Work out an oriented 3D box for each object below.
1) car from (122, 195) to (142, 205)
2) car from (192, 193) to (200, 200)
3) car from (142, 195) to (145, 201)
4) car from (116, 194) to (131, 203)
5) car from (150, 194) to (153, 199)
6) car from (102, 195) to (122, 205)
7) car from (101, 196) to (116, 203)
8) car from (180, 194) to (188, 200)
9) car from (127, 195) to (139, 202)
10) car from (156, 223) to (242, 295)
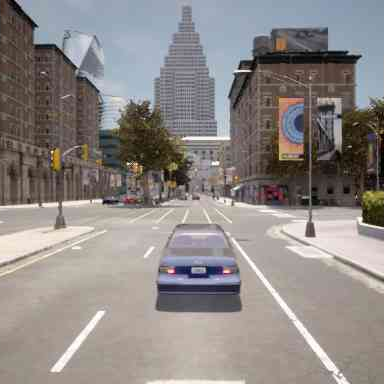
[{"bbox_3d":[-10.832,1.478,59.804,1.882,1.535,5.008,0,0,1],"label":"car"},{"bbox_3d":[1.118,1.350,89.961,2.097,1.767,4.553,0,0,1],"label":"car"},{"bbox_3d":[-10.640,1.500,69.600,1.837,1.490,4.892,0,0,1],"label":"car"},{"bbox_3d":[-14.151,1.355,68.729,2.097,1.767,4.553,0,0,1],"label":"car"},{"bbox_3d":[-10.514,1.355,79.588,2.097,1.767,4.553,0,0,1],"label":"car"},{"bbox_3d":[-14.351,1.601,58.622,1.895,1.301,4.718,0,0,1],"label":"car"},{"bbox_3d":[-17.387,1.595,69.776,1.895,1.301,4.718,0,0,1],"label":"car"},{"bbox_3d":[-2.386,1.540,89.603,2.033,1.411,5.357,0,0,1],"label":"car"},{"bbox_3d":[-14.023,1.478,78.828,1.882,1.535,5.008,0,0,1],"label":"car"},{"bbox_3d":[0.171,1.547,8.882,2.033,1.411,5.357,0,0,1],"label":"car"}]
